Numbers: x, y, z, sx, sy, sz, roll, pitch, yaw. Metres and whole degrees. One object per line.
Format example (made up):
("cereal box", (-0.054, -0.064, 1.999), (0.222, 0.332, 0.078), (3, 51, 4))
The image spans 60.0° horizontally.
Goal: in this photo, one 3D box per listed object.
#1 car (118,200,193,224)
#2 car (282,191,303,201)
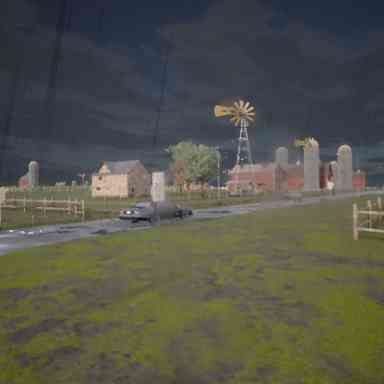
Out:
("car", (-2.161, 1.188, 21.100), (2.033, 1.411, 5.357), (-1, 1, 36))
("car", (14.873, 0.606, 49.321), (1.994, 1.385, 4.181), (-1, 1, 36))
